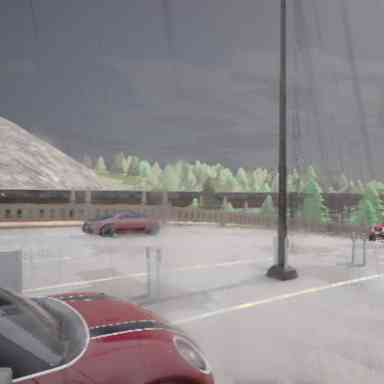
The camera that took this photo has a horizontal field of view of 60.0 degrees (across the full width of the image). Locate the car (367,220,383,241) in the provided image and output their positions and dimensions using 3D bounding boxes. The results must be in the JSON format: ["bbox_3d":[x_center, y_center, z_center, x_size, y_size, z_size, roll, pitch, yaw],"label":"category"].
[{"bbox_3d":[17.773,3.475,29.442,5.566,2.045,2.150,10,-6,-35],"label":"car"}]

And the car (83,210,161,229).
[{"bbox_3d":[-3.828,1.724,18.439,4.181,1.385,1.994,3,-2,-35],"label":"car"}]

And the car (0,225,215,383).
[{"bbox_3d":[-1.981,1.350,2.332,4.553,1.767,2.097,1,0,-35],"label":"car"}]
